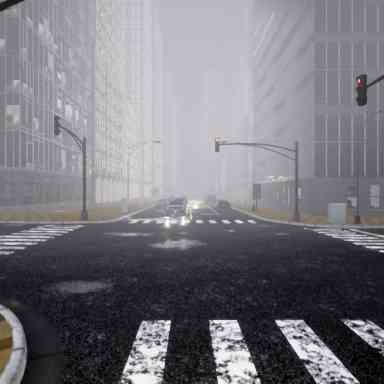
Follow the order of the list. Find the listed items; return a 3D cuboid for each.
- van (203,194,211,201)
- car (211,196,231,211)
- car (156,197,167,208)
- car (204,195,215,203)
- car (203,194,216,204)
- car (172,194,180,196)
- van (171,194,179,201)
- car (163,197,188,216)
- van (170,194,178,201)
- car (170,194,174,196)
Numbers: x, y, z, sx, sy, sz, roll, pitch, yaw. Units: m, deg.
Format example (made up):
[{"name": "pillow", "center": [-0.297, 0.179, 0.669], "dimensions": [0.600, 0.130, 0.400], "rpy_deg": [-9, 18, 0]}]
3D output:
[{"name": "van", "center": [3.531, 1.321, 80.525], "dimensions": [1.690, 1.788, 3.998], "rpy_deg": [0, 0, 0]}, {"name": "car", "center": [3.832, 1.579, 41.834], "dimensions": [1.947, 1.339, 4.313], "rpy_deg": [0, 0, 0]}, {"name": "car", "center": [-4.133, 1.593, 47.309], "dimensions": [1.802, 1.307, 4.206], "rpy_deg": [0, 0, 0]}, {"name": "car", "center": [3.603, 1.432, 69.470], "dimensions": [1.967, 1.590, 4.097], "rpy_deg": [0, 0, 0]}, {"name": "car", "center": [3.639, 1.313, 63.942], "dimensions": [2.192, 1.841, 5.009], "rpy_deg": [0, 0, 0]}, {"name": "car", "center": [-1.690, 1.499, 52.142], "dimensions": [2.128, 1.511, 4.902], "rpy_deg": [0, 0, 0]}, {"name": "van", "center": [-4.385, 1.315, 86.001], "dimensions": [1.690, 1.788, 3.998], "rpy_deg": [0, 0, 0]}, {"name": "car", "center": [-1.571, 1.543, 33.059], "dimensions": [1.812, 1.442, 4.674], "rpy_deg": [0, 0, 0]}, {"name": "van", "center": [-4.349, 1.321, 80.474], "dimensions": [1.690, 1.788, 3.998], "rpy_deg": [0, 0, 0]}, {"name": "car", "center": [-4.241, 1.564, 63.891], "dimensions": [1.947, 1.339, 4.313], "rpy_deg": [0, 0, 0]}]
